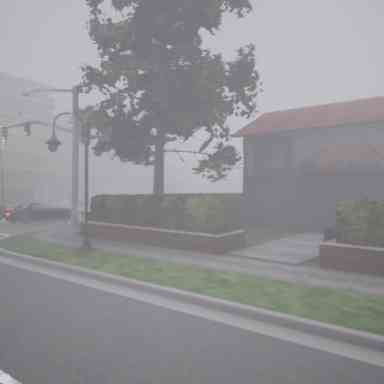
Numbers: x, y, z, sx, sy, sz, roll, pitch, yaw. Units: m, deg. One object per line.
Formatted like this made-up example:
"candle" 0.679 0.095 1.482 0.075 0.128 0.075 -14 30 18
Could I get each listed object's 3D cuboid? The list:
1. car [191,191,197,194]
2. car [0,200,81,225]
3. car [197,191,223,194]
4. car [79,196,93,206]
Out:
"car" 1.079 0.881 63.541 2.150 2.045 5.566 1 0 36
"car" -10.268 1.398 22.355 1.895 1.301 4.718 1 0 36
"car" 3.908 0.914 61.480 2.150 2.045 5.566 1 0 36
"car" -13.092 1.210 44.167 2.033 1.411 5.357 1 0 36
